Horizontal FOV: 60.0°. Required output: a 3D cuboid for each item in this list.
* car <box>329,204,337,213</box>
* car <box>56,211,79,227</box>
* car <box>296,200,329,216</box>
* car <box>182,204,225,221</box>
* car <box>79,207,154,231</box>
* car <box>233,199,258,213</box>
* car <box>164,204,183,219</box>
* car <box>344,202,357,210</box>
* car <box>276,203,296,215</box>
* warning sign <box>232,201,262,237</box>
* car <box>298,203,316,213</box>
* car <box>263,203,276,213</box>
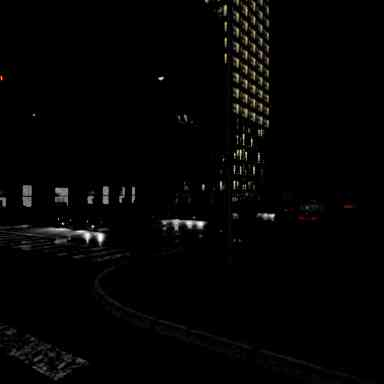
[{"bbox_3d":[21.755,2.596,53.030,1.994,1.385,4.181,0,-1,33],"label":"car"},{"bbox_3d":[-7.597,1.873,25.500,2.033,1.411,5.357,0,-1,33],"label":"car"},{"bbox_3d":[16.032,2.065,44.041,2.150,2.045,5.566,0,-1,35],"label":"car"},{"bbox_3d":[1.624,2.092,33.860,2.033,1.411,5.357,0,-1,33],"label":"car"},{"bbox_3d":[-4.940,1.874,23.622,2.033,1.411,5.357,0,-1,33],"label":"car"},{"bbox_3d":[7.951,2.063,49.657,2.150,2.045,5.566,0,-1,33],"label":"car"},{"bbox_3d":[-1.039,2.049,35.720,1.837,1.490,4.892,0,-1,33],"label":"car"},{"bbox_3d":[31.303,2.789,65.816,1.882,1.535,5.008,0,-1,33],"label":"car"},{"bbox_3d":[13.730,2.418,46.440,1.994,1.385,4.181,0,-1,33],"label":"car"},{"bbox_3d":[3.068,1.454,18.571,1.300,1.860,1.060,1,1,33],"label":"warning sign"},{"bbox_3d":[19.019,2.554,54.785,1.812,1.442,4.674,0,-1,33],"label":"car"},{"bbox_3d":[12.403,2.392,50.533,2.128,1.511,4.902,0,-1,33],"label":"car"}]
